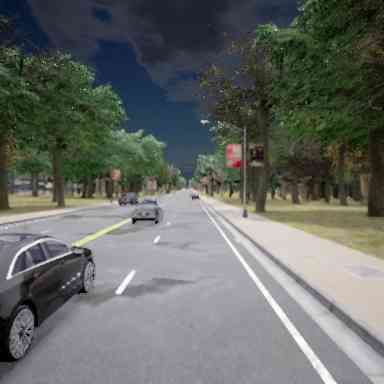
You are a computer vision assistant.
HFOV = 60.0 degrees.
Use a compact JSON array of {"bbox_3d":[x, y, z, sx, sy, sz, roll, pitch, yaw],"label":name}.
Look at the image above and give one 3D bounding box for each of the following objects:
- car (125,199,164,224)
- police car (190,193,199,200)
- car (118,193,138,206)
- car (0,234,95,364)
[{"bbox_3d":[-3.152,1.488,24.167,2.033,1.411,5.357,0,0,0],"label":"car"},{"bbox_3d":[0.973,1.292,87.954,1.930,1.638,5.238,0,0,0],"label":"police car"},{"bbox_3d":[-9.810,1.114,51.447,2.150,2.045,5.566,0,0,0],"label":"car"},{"bbox_3d":[-3.150,1.475,5.807,2.128,1.511,4.902,0,0,0],"label":"car"}]
